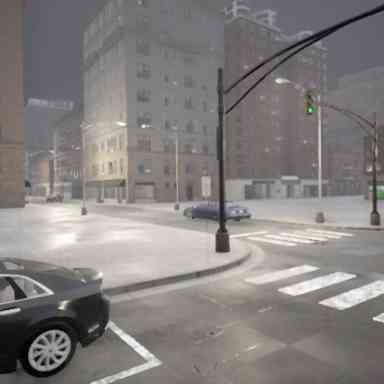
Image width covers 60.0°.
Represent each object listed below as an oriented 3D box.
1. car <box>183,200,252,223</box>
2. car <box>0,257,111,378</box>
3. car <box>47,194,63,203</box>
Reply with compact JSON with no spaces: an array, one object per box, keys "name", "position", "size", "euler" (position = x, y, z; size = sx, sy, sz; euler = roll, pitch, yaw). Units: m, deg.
[{"name":"car","position":[1.561,1.246,22.341],"size":[2.033,1.411,5.357],"euler":[-1,1,-36]},{"name":"car","position":[-3.187,1.558,3.912],"size":[4.403,1.369,2.008],"euler":[-1,1,-36]},{"name":"car","position":[-23.777,1.031,57.583],"size":[1.812,1.442,4.674],"euler":[-1,1,-36]}]
